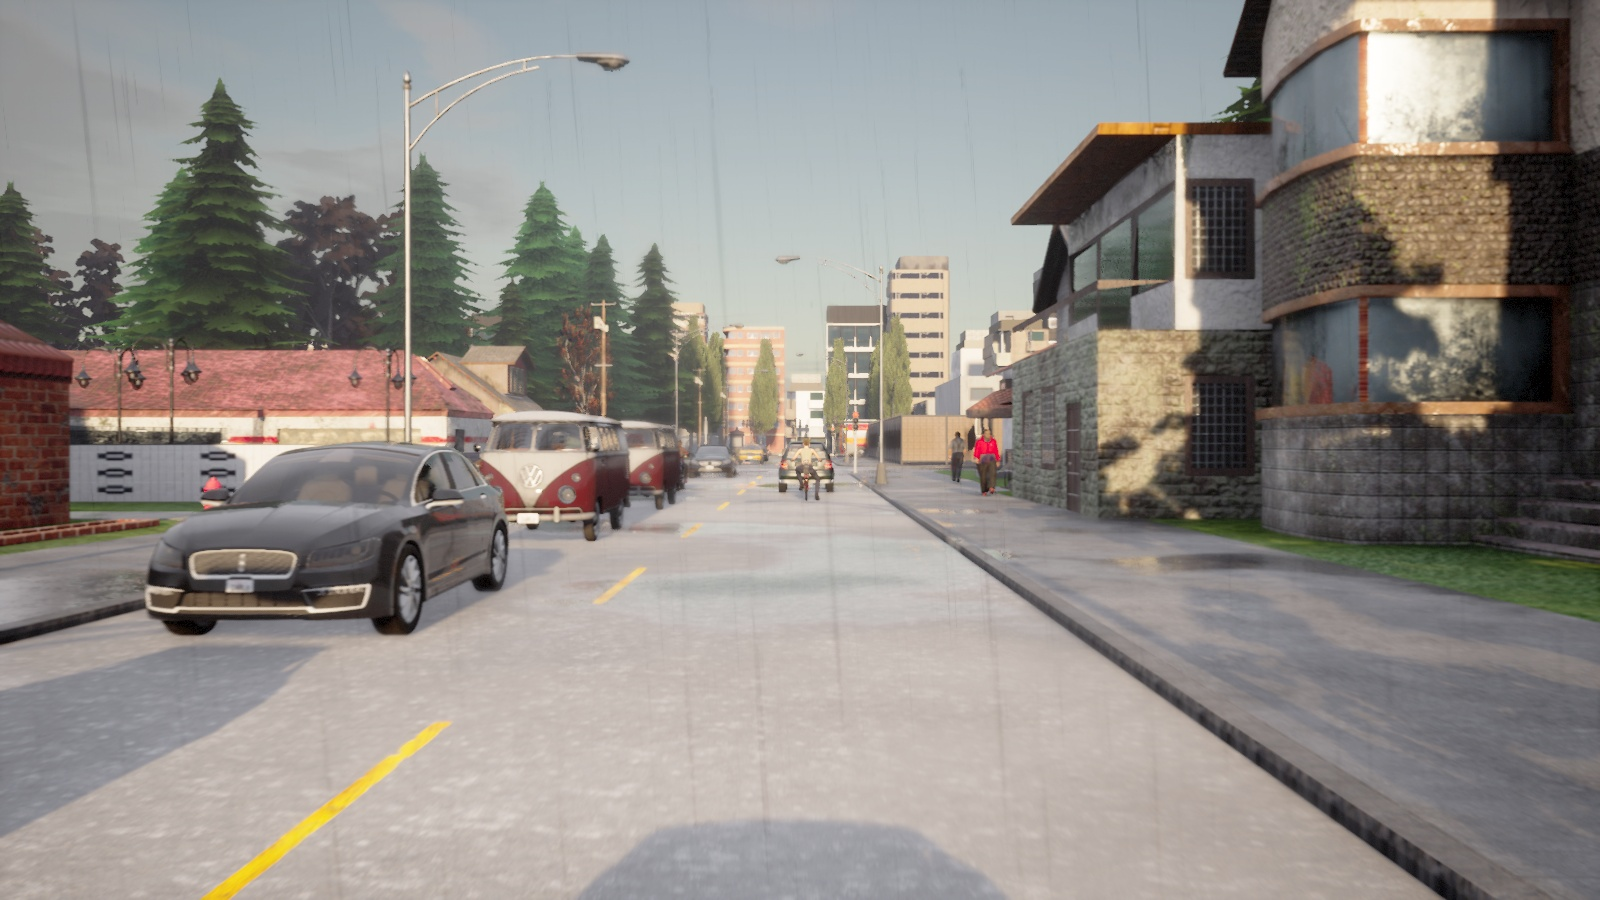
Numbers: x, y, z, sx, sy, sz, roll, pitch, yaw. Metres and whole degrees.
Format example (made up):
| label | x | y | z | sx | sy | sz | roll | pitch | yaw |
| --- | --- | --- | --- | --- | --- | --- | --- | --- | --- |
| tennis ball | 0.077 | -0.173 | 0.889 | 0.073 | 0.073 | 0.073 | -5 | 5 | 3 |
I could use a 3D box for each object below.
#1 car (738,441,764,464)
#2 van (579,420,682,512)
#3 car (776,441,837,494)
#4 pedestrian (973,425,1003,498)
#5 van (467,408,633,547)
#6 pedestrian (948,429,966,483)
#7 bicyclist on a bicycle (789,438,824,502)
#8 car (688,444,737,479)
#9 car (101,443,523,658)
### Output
| label | x | y | z | sx | sy | sz | roll | pitch | yaw |
| --- | --- | --- | --- | --- | --- | --- | --- | --- | --- |
| car | -3.573 | 0.164 | 92.029 | 1.801 | 1.575 | 5.366 | 0 | 0 | -1 |
| van | -3.850 | 0.332 | 29.167 | 1.775 | 1.987 | 4.442 | 0 | 0 | 0 |
| car | 0.192 | 0.507 | 38.661 | 1.789 | 1.549 | 3.705 | 0 | 0 | 0 |
| pedestrian | 4.793 | 0.280 | 31.989 | 0.634 | 1.844 | 0.899 | 0 | 0 | 0 |
| van | -3.890 | 0.382 | 20.272 | 1.775 | 1.987 | 4.442 | 0 | 0 | 0 |
| pedestrian | 5.443 | 0.215 | 43.626 | 0.540 | 1.848 | 0.694 | 0 | 0 | 0 |
| bicyclist on a bicycle | 0.167 | 0.500 | 32.477 | 0.866 | 1.612 | 1.509 | 0 | 0 | 0 |
| car | -3.747 | 0.463 | 54.287 | 1.812 | 1.442 | 4.674 | 0 | 0 | 0 |
| car | -3.933 | 0.685 | 11.176 | 1.837 | 1.490 | 4.892 | 0 | 0 | 0 |
